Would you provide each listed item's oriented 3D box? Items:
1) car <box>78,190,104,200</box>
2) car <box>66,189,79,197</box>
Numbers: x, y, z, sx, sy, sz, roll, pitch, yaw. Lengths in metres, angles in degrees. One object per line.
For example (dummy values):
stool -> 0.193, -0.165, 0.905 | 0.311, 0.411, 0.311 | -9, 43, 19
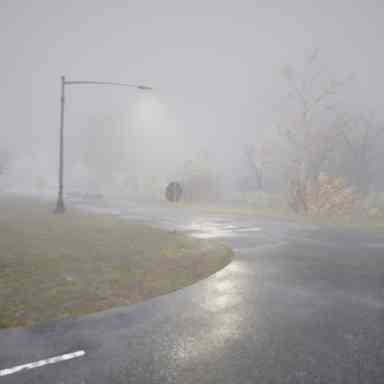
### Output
car -> -14.460, 0.438, 48.626 | 2.033, 1.411, 5.357 | 1, 1, -34
car -> -20.244, 0.165, 57.298 | 1.812, 1.442, 4.674 | 1, 1, -34
